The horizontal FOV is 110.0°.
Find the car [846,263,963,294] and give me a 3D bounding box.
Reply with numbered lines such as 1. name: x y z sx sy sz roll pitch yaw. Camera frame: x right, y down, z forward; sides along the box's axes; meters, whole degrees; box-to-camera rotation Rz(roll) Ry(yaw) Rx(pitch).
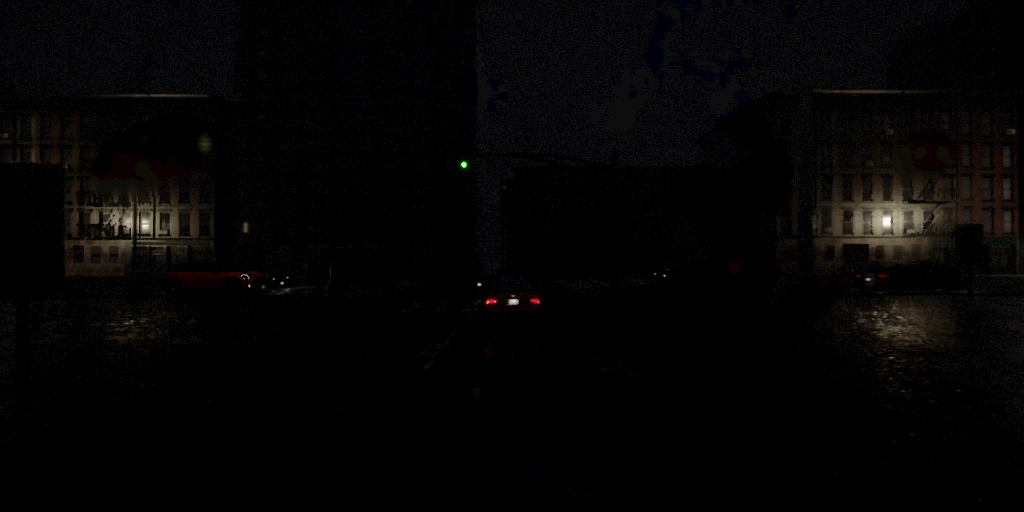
1. car: 20.785 1.203 18.895 4.181 1.385 1.994 0 0 0

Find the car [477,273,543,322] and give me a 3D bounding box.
1. car: -0.185 1.274 12.284 2.033 1.411 5.357 0 0 -5

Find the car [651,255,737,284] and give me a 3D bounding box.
1. car: 12.944 0.922 25.559 5.566 2.045 2.150 0 0 -1

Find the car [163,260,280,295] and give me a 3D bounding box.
1. car: -15.284 1.066 18.815 4.553 1.767 2.097 0 0 0

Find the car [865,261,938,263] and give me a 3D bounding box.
1. car: 28.868 1.158 25.601 4.902 1.511 2.128 0 0 0

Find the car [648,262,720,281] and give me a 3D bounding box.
1. car: 13.774 1.225 28.822 4.892 1.490 1.837 0 0 0

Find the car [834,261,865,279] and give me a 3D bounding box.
1. car: 28.840 1.180 28.851 4.902 1.511 2.128 0 0 0

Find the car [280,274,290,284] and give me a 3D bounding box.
1. car: -16.783 1.284 22.058 5.357 1.411 2.033 0 0 0
